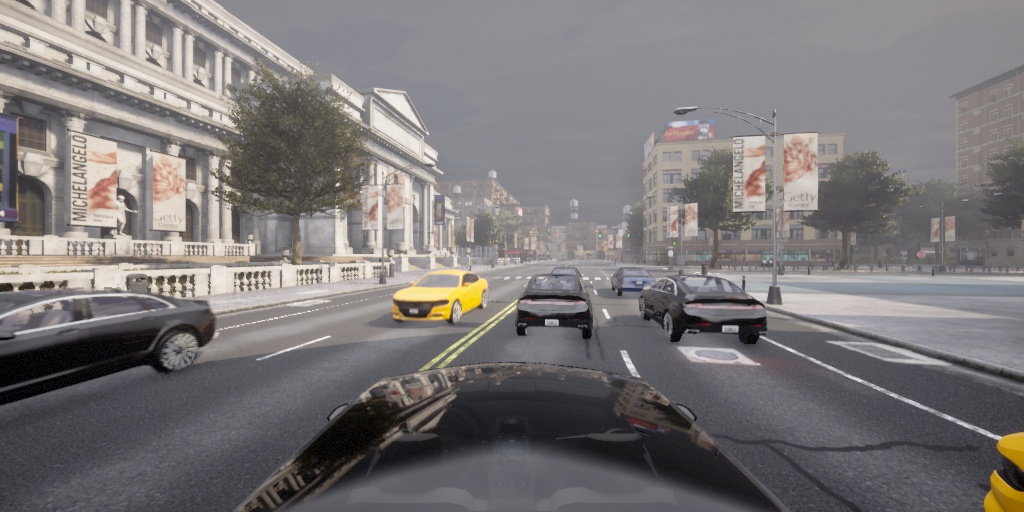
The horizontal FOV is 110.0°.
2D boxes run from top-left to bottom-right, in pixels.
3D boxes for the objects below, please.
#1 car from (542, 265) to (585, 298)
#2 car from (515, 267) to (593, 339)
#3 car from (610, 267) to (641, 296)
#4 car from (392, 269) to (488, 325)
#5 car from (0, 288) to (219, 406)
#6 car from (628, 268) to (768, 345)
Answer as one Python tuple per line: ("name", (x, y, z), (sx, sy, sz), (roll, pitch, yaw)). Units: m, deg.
("car", (2.957, 1.298, 19.879), (2.033, 1.411, 5.357), (0, 0, 11))
("car", (1.259, 1.242, 10.222), (2.128, 1.511, 4.902), (0, 0, 9))
("car", (6.409, 1.298, 19.245), (2.033, 1.411, 5.357), (0, 0, 11))
("car", (-2.209, 1.227, 12.221), (1.882, 1.535, 5.008), (0, 0, 11))
("car", (-6.755, 1.241, 4.882), (2.128, 1.511, 4.902), (0, 0, 5))
("car", (4.713, 1.242, 9.553), (2.128, 1.511, 4.902), (0, 0, 8))
